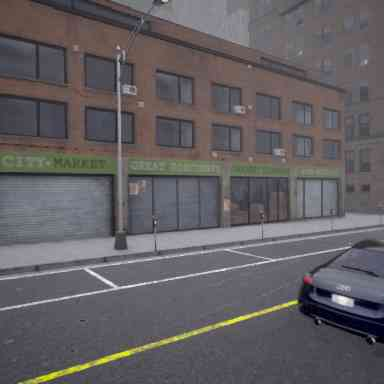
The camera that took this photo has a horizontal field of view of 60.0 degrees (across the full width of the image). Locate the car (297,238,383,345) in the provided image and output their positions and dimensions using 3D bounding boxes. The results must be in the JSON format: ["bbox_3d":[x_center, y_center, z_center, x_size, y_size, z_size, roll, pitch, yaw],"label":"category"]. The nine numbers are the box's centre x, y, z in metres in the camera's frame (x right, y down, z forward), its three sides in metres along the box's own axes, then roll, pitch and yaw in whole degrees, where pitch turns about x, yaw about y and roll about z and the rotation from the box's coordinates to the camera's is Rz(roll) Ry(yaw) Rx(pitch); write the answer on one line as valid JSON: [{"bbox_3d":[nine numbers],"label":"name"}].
[{"bbox_3d":[3.841,1.563,6.050,4.181,1.385,1.994,0,0,-36],"label":"car"}]
